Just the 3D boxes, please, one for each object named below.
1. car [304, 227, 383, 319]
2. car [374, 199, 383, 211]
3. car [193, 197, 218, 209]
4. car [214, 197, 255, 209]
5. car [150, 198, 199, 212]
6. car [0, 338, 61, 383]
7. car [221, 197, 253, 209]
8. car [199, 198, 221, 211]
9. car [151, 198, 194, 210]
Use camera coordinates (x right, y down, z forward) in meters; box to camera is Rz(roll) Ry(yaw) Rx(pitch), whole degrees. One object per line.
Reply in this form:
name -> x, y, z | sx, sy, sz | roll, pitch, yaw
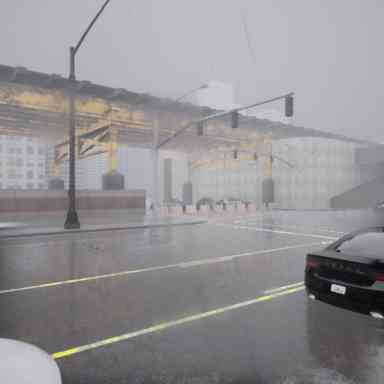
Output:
car -> 4.464, 1.477, 7.030 | 5.008, 1.535, 1.882 | 0, 0, -36
car -> 23.082, 1.492, 38.890 | 4.902, 1.511, 2.128 | 0, 0, -38
car -> 1.697, 1.294, 39.992 | 1.853, 1.218, 4.536 | 0, 0, 18
car -> 5.558, 1.452, 43.737 | 4.974, 1.542, 2.038 | 0, 0, -7
car -> -2.039, 1.452, 37.225 | 4.974, 1.542, 2.038 | 0, 0, 8
car -> -3.059, 1.526, 1.555 | 4.674, 1.442, 1.812 | 0, 0, -36
car -> 5.507, 1.294, 43.730 | 4.536, 1.218, 1.853 | 0, 0, -7
car -> 1.682, 1.452, 39.943 | 2.038, 1.542, 4.974 | 0, 0, 18
car -> -2.091, 1.295, 37.231 | 4.536, 1.218, 1.853 | 0, 0, 8
